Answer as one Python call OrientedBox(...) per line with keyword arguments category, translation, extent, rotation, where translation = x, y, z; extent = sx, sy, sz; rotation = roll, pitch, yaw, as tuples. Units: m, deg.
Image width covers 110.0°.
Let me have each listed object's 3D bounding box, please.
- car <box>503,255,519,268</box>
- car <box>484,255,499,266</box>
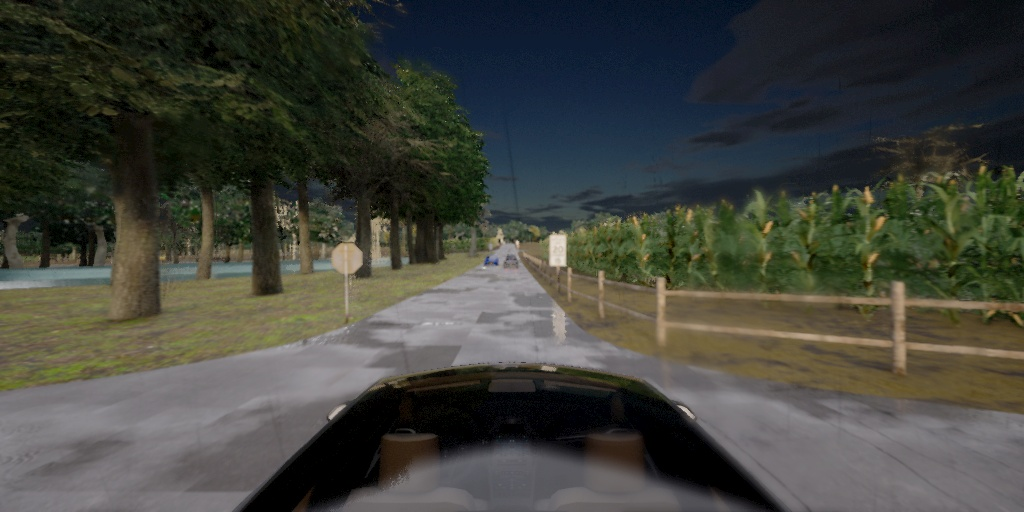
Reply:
OrientedBox(category="car", translation=(-0.117, 0.749, 45.724), extent=(2.128, 1.511, 4.902), rotation=(0, 1, 0))
OrientedBox(category="car", translation=(-2.879, 0.618, 50.721), extent=(1.882, 1.535, 5.008), rotation=(0, 1, 0))
